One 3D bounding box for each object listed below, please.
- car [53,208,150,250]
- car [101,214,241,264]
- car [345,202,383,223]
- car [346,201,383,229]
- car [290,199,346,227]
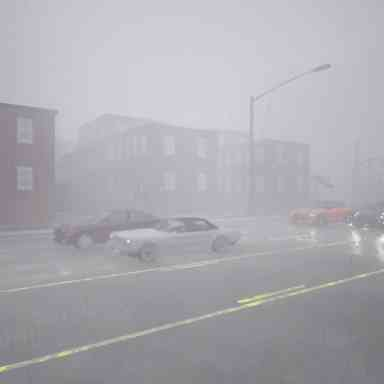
[{"bbox_3d":[-3.307,1.478,14.398,5.008,1.535,1.882,0,0,-34],"label":"car"},{"bbox_3d":[-0.578,1.601,12.022,4.718,1.301,1.895,0,0,-34],"label":"car"},{"bbox_3d":[14.167,1.572,26.079,4.181,1.385,1.994,0,0,-34],"label":"car"},{"bbox_3d":[11.938,1.352,20.449,4.553,1.767,2.097,0,0,-34],"label":"car"},{"bbox_3d":[8.733,1.351,22.513,4.553,1.767,2.097,0,0,-34],"label":"car"}]
